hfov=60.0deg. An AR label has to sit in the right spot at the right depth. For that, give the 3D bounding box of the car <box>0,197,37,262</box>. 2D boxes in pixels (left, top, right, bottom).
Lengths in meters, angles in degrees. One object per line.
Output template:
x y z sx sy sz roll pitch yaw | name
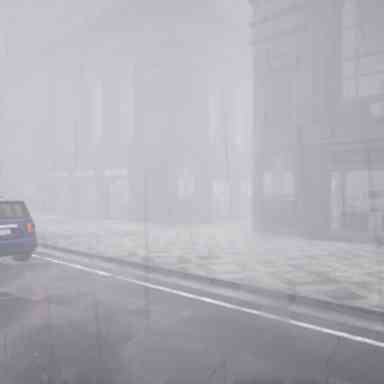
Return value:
-7.186 1.196 10.825 5.566 2.045 2.150 0 0 39 | car
